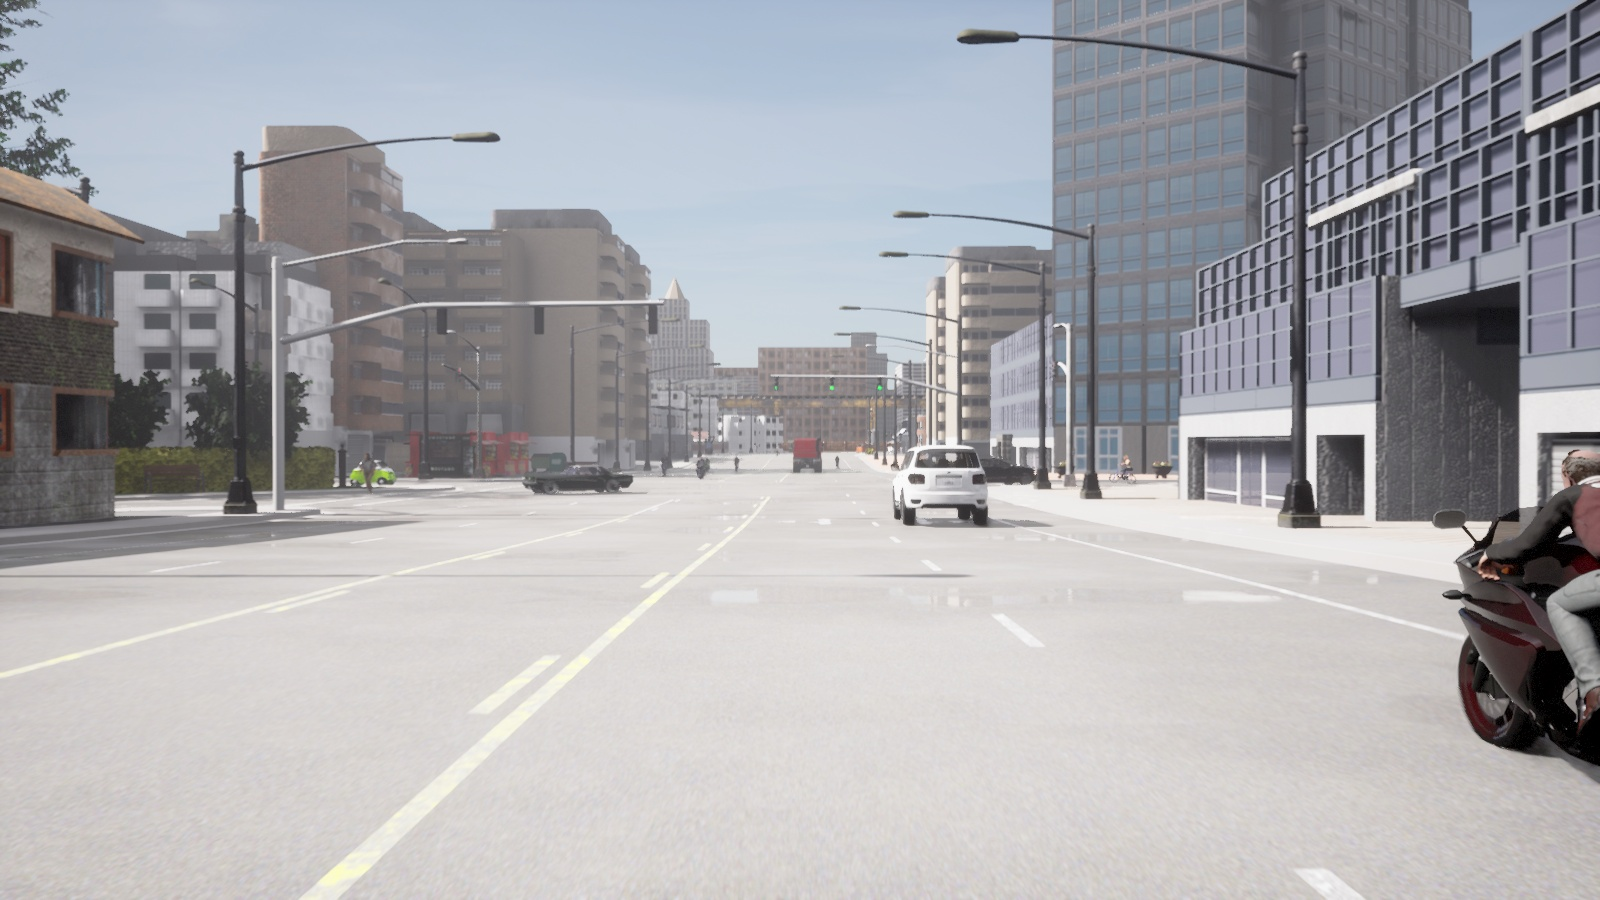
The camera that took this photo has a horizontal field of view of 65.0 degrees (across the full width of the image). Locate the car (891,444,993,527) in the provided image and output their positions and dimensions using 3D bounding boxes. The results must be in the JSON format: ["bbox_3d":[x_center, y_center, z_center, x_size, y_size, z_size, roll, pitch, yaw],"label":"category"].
[{"bbox_3d":[3.709,0.915,33.799,2.150,2.045,5.566,0,-1,0],"label":"car"}]

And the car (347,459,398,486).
[{"bbox_3d":[-22.666,1.181,66.610,2.207,1.376,1.481,0,0,1],"label":"car"}]

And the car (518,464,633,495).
[{"bbox_3d":[-10.040,1.297,56.213,4.718,1.301,1.895,0,0,-30],"label":"car"}]

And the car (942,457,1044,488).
[{"bbox_3d":[10.134,1.139,65.859,5.008,1.535,1.882,0,0,-22],"label":"car"}]

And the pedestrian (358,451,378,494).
[{"bbox_3d":[-18.720,0.954,54.381,0.540,1.848,0.694,0,0,10],"label":"pedestrian"}]

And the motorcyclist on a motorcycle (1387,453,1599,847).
[{"bbox_3d":[3.547,0.780,5.581,0.866,1.530,2.191,0,0,0],"label":"motorcyclist on a motorcycle"}]
